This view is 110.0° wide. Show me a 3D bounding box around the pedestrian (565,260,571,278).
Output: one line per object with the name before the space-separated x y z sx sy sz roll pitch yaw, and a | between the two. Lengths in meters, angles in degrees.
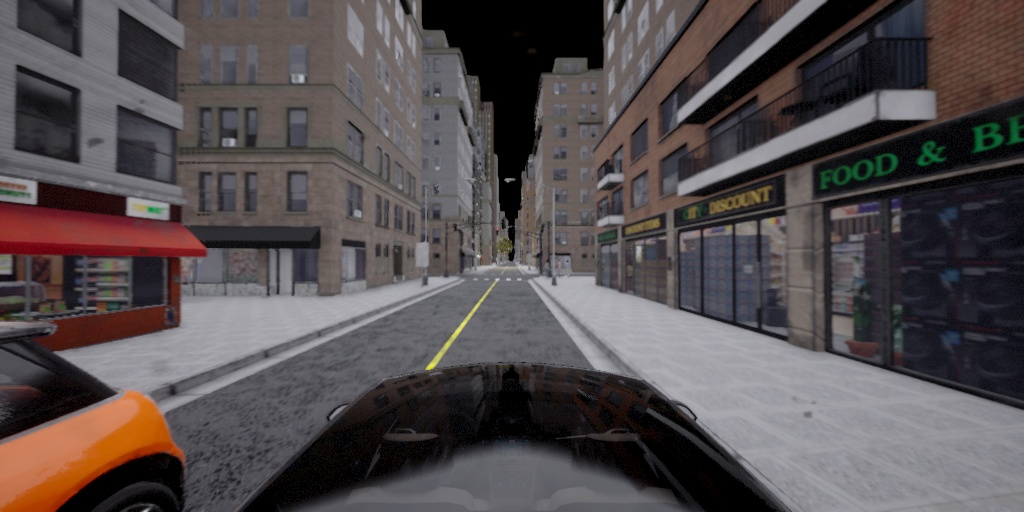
pedestrian | 5.637 1.275 36.128 0.375 1.860 0.375 0 -1 0

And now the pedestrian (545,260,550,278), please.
pedestrian | 3.637 1.294 36.728 0.375 1.860 0.375 0 -1 0

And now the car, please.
car | -3.099 1.086 0.285 2.097 1.767 4.553 0 -1 0

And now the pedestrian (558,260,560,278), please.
pedestrian | 4.638 1.277 35.528 0.375 1.860 0.375 0 -1 0
